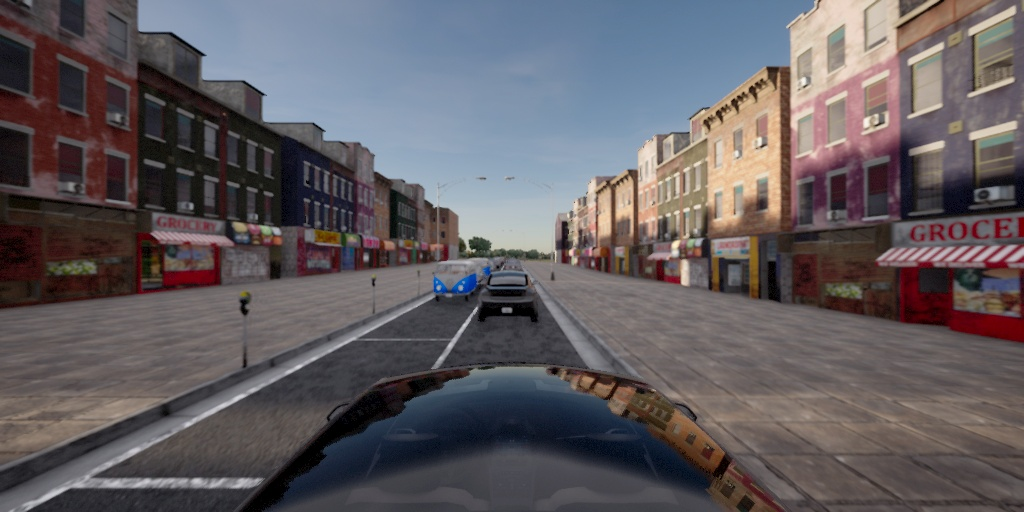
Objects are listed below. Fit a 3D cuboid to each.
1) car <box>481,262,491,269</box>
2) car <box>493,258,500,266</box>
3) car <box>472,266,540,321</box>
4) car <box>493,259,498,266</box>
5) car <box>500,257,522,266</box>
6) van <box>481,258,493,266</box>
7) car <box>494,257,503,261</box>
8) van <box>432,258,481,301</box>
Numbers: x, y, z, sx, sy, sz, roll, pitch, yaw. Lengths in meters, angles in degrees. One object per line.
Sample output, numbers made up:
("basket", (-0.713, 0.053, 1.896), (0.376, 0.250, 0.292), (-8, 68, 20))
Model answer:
("car", (-2.631, 1.305, 22.606), (2.007, 1.370, 4.403), (0, 0, 0))
("car", (-2.624, 1.212, 39.241), (1.802, 1.307, 4.207), (0, 0, 0))
("car", (-0.094, 1.281, 12.603), (1.837, 1.490, 4.892), (0, 0, 1))
("car", (-2.626, 1.248, 33.699), (1.948, 1.339, 4.313), (0, 0, 0))
("car", (0.112, 1.183, 38.663), (2.033, 1.411, 5.357), (0, 1, 0))
("van", (-2.628, 1.066, 28.153), (1.690, 1.789, 3.998), (0, 0, 0))
("car", (-2.620, 1.096, 50.317), (1.948, 1.339, 4.313), (0, 0, 0))
("van", (-2.633, 1.112, 17.058), (1.690, 1.789, 3.998), (0, 0, 0))
